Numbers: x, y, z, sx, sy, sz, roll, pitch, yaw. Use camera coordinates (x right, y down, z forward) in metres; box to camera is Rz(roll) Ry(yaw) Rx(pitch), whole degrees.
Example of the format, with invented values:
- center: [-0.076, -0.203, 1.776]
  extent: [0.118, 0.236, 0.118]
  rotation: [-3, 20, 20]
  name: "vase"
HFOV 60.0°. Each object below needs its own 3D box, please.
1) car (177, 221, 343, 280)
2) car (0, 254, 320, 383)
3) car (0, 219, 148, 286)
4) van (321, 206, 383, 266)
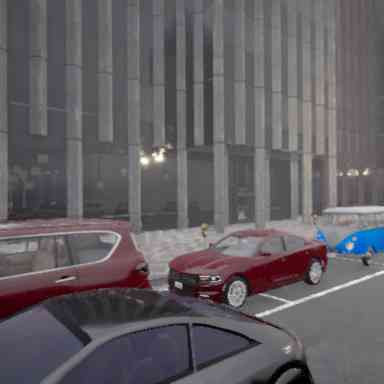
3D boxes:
- center: [1.497, 1.599, 7.985]
  extent: [4.507, 1.381, 1.887]
  rotation: [0, -1, -38]
  name: "car"
- center: [-0.883, 1.591, 2.567]
  extent: [4.181, 1.385, 1.994]
  rotation: [0, -1, -38]
  name: "car"
- center: [-2.921, 1.367, 4.484]
  extent: [5.009, 1.841, 2.192]
  rotation: [0, -1, -38]
  name: "car"
- center: [5.911, 1.398, 11.491]
  extent: [3.998, 1.788, 1.690]
  rotation: [0, -1, -38]
  name: "van"
